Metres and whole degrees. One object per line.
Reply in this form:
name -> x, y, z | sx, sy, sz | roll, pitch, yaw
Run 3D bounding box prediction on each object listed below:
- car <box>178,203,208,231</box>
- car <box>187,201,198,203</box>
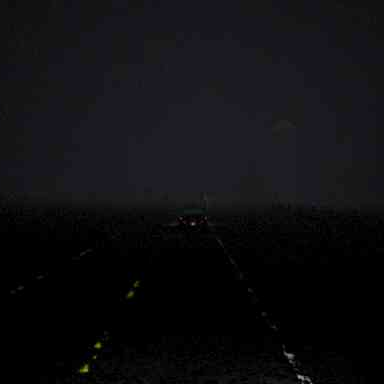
car -> 0.066, 1.711, 21.971 | 1.812, 1.442, 4.674 | 0, 0, 0
car -> 0.051, 1.814, 36.497 | 1.837, 1.490, 4.892 | 0, -1, 0
